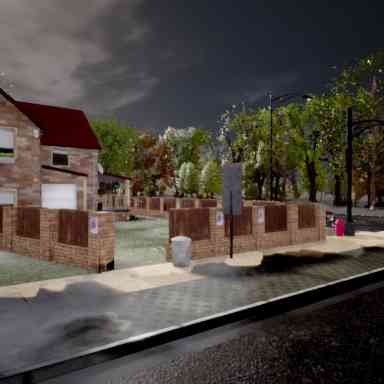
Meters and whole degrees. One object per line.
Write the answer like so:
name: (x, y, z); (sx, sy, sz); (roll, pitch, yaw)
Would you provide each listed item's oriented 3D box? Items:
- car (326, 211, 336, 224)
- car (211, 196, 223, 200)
car: (7.663, 1.468, 23.334); (1.812, 1.442, 4.674); (0, 0, -36)
car: (3.220, 1.234, 41.002); (2.097, 1.767, 4.553); (0, 0, -36)
